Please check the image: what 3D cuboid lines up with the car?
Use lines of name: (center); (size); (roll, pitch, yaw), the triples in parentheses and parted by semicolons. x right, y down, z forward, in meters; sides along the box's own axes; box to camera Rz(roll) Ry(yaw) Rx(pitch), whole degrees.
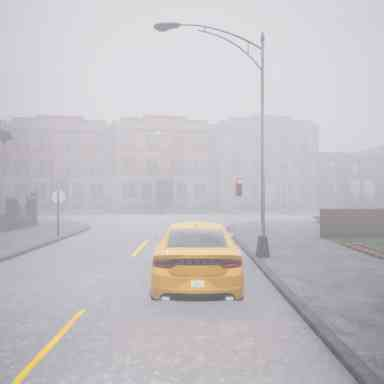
car: (0.107, 1.478, 8.375); (1.882, 1.535, 5.008); (0, 0, 0)
